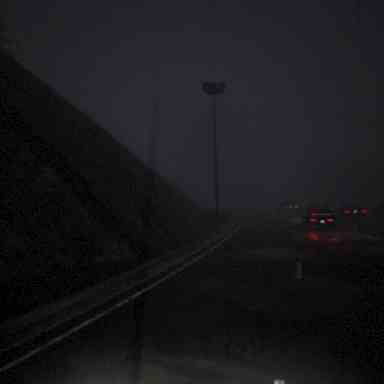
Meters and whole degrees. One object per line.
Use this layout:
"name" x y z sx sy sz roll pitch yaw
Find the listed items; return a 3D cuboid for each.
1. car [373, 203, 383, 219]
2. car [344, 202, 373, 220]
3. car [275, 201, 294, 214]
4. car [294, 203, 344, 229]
"car" 16.835 1.567 28.822 1.895 1.301 4.718 -2 -1 10
"car" 13.234 1.597 28.483 2.033 1.411 5.357 -2 -1 11
"car" 11.232 1.795 39.758 2.033 1.411 5.357 -1 -1 4
"car" 8.364 1.580 22.355 2.128 1.511 4.902 -2 -1 13
